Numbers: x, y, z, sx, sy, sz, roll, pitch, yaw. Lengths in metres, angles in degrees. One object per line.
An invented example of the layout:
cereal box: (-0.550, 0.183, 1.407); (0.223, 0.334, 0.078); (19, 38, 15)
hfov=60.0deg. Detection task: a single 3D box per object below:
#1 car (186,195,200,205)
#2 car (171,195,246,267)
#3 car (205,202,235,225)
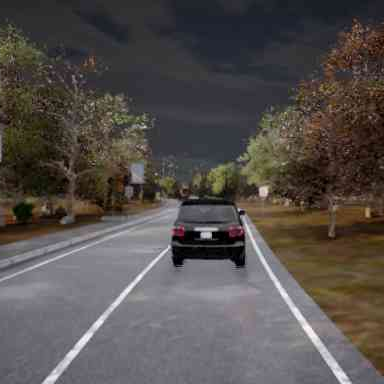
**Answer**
car: (0.125, 1.348, 58.165); (2.097, 1.767, 4.553); (0, 0, -3)
car: (0.668, 1.216, 11.491); (2.150, 2.045, 5.566); (0, 0, 6)
car: (2.258, 1.535, 25.504); (2.033, 1.411, 5.357); (-1, 0, 7)
